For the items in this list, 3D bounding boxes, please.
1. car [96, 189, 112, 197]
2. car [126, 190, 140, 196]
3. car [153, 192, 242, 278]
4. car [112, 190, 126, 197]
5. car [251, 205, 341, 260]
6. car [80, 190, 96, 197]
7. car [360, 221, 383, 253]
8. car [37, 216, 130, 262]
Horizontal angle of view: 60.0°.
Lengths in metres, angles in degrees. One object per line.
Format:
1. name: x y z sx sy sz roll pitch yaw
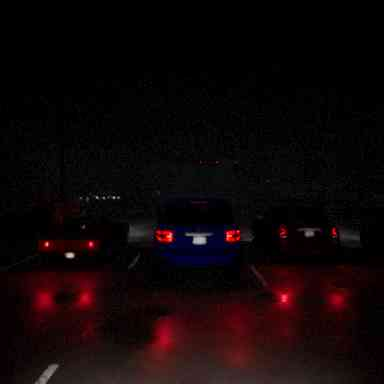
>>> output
1. car: -21.709 0.469 80.873 1.882 1.535 5.008 0 1 -1
2. car: -14.746 0.560 82.903 1.895 1.301 4.718 0 1 -1
3. car: 0.058 1.133 10.027 2.150 2.045 5.566 0 1 -2
4. car: -18.222 0.529 81.968 1.994 1.385 4.181 0 1 -1
5. car: 3.525 1.245 12.122 2.097 1.767 4.553 0 1 0
6. car: -25.198 0.507 79.683 1.837 1.490 4.892 0 1 -1
7. car: 7.034 1.400 10.222 2.128 1.511 4.902 0 1 0
8. car: -3.471 1.496 11.675 1.895 1.301 4.718 0 0 0
